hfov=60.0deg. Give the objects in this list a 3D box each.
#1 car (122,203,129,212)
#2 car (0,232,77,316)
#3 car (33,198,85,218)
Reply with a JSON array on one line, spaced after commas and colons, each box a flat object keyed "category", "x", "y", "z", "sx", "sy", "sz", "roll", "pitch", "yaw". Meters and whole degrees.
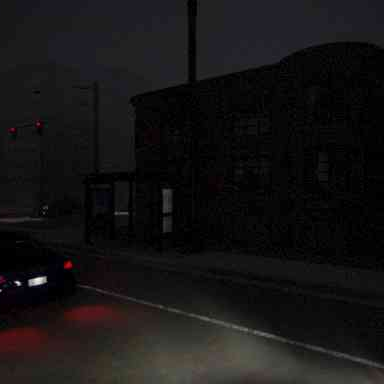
[{"category": "car", "x": -6.044, "y": 1.524, "z": 38.613, "sx": 1.812, "sy": 1.442, "sz": 4.674, "roll": 0, "pitch": 0, "yaw": 36}, {"category": "car", "x": -4.380, "y": 1.564, "z": 7.125, "sx": 4.181, "sy": 1.385, "sz": 1.994, "roll": 0, "pitch": 0, "yaw": 36}, {"category": "car", "x": -11.995, "y": 1.351, "z": 30.298, "sx": 2.097, "sy": 1.767, "sz": 4.553, "roll": 0, "pitch": 0, "yaw": 36}]
